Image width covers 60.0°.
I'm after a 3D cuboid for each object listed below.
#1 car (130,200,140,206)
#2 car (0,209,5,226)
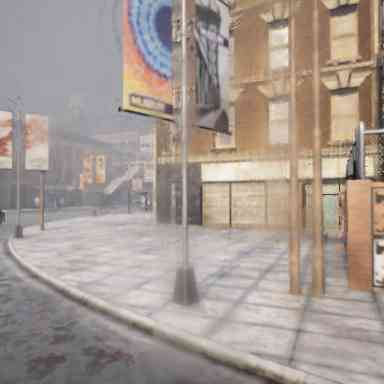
[{"bbox_3d":[-11.980,2.350,71.230,1.994,1.385,4.181,-1,-1,24],"label":"car"},{"bbox_3d":[-15.875,1.627,24.547,2.150,2.045,5.566,-1,-1,-9],"label":"car"}]
